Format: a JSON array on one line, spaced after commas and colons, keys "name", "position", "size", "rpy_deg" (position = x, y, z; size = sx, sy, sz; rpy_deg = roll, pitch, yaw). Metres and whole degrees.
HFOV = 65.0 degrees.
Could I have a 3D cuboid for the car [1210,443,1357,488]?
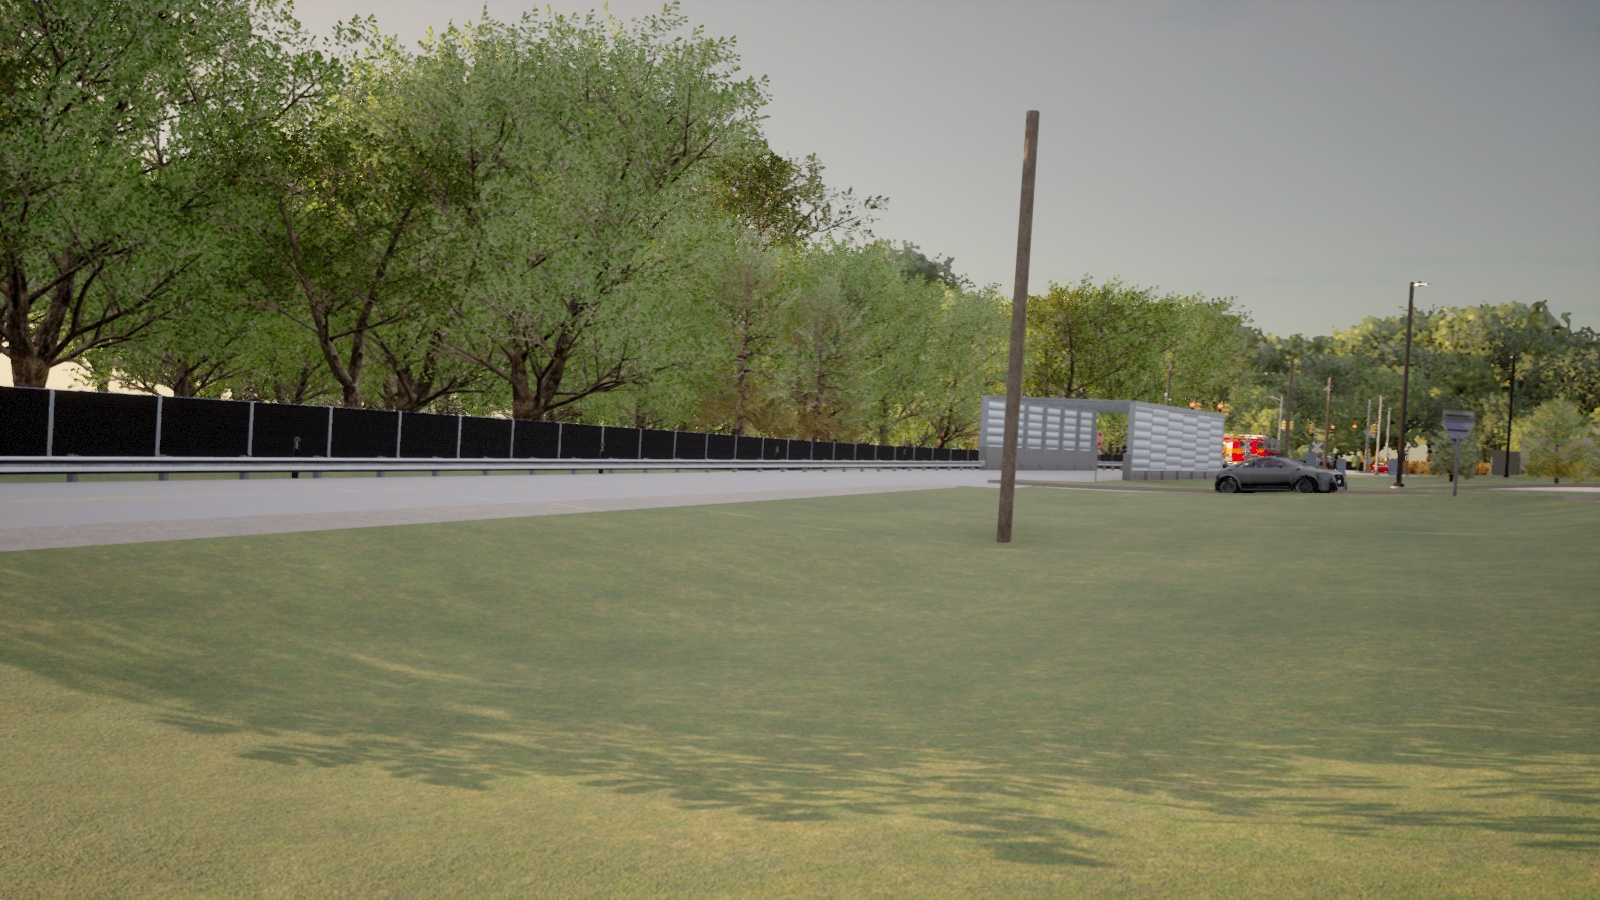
[{"name": "car", "position": [16.426, 0.556, 42.737], "size": [4.181, 1.385, 1.994], "rpy_deg": [-3, -1, 43]}]
